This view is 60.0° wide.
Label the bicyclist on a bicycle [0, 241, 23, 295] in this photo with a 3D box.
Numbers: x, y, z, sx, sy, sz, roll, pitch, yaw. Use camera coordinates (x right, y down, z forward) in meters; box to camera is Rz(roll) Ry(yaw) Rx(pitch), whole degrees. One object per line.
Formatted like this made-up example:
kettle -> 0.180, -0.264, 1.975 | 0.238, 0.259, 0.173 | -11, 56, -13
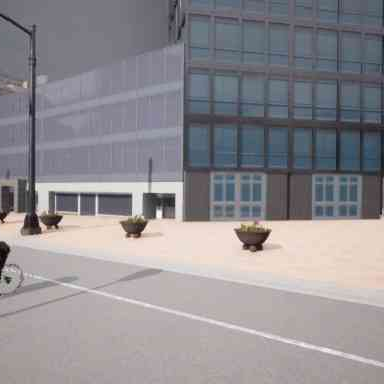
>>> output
bicyclist on a bicycle -> -4.275, 1.451, 6.802 | 0.582, 1.620, 1.656 | 0, 2, 34
